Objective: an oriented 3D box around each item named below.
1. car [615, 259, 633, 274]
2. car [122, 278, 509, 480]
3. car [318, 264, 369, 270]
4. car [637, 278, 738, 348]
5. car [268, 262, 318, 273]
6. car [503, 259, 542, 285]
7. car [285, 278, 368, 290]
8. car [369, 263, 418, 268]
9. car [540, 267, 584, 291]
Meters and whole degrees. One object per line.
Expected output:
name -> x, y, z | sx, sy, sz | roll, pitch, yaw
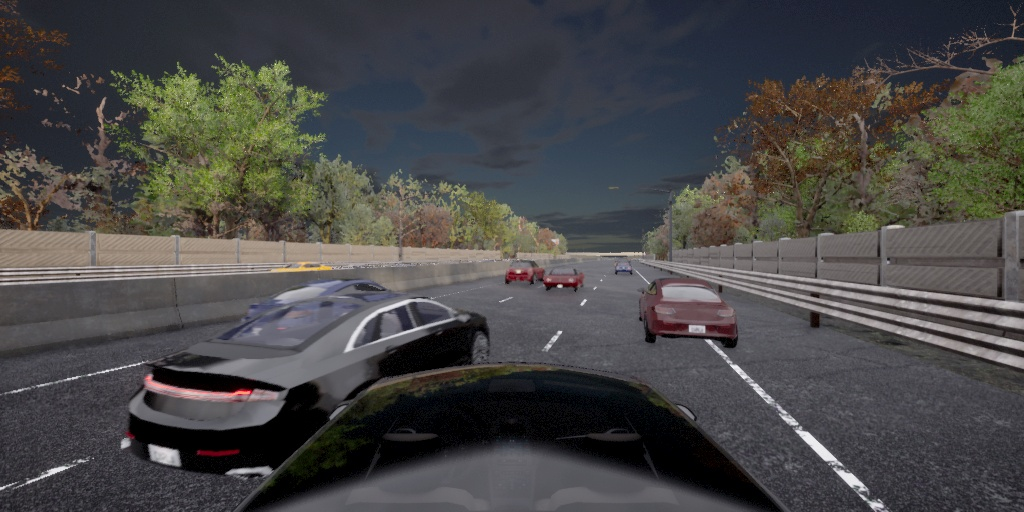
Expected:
car -> 12.658, 1.318, 40.631 | 2.033, 1.411, 5.357 | 0, 0, 17
car -> -1.830, 1.241, 4.934 | 2.128, 1.511, 4.902 | 0, 0, 17
car -> -12.959, 1.360, 29.191 | 1.895, 1.301, 4.718 | 0, 0, 17
car -> 4.328, 1.279, 9.290 | 1.812, 1.442, 4.674 | 0, 0, 17
car -> -16.797, 1.235, 28.599 | 1.882, 1.535, 5.008 | 0, 0, 17
car -> 1.063, 1.112, 26.489 | 2.097, 1.767, 4.553 | 0, 0, 17
car -> -4.229, 1.276, 9.116 | 1.812, 1.442, 4.674 | 0, 0, 17
car -> -9.079, 1.308, 29.928 | 2.033, 1.411, 5.357 | 0, 0, 17
car -> 3.289, 1.359, 21.780 | 1.895, 1.301, 4.718 | 0, 0, 17
